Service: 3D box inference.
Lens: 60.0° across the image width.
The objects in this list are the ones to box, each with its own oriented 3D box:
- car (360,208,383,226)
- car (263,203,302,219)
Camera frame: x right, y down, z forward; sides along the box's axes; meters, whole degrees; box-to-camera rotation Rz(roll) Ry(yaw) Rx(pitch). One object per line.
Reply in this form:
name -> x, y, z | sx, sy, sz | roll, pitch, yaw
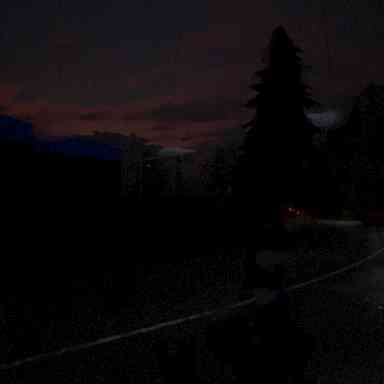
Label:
car -> 13.820, 1.682, 22.481 | 1.882, 1.535, 5.008 | 0, 0, -19
car -> 8.090, 1.734, 31.259 | 1.812, 1.442, 4.674 | 1, 0, -36
